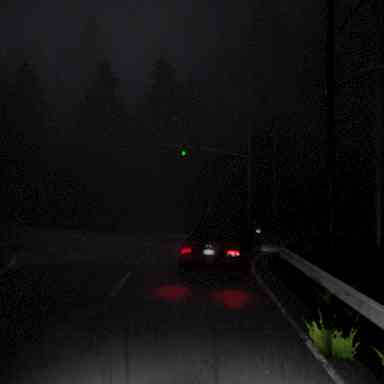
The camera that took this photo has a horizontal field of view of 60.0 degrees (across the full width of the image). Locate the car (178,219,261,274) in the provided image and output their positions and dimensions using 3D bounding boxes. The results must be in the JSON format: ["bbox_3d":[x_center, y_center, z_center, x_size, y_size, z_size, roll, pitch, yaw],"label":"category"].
[{"bbox_3d":[1.109,1.578,10.748,2.033,1.411,5.357,-1,-1,16],"label":"car"}]
